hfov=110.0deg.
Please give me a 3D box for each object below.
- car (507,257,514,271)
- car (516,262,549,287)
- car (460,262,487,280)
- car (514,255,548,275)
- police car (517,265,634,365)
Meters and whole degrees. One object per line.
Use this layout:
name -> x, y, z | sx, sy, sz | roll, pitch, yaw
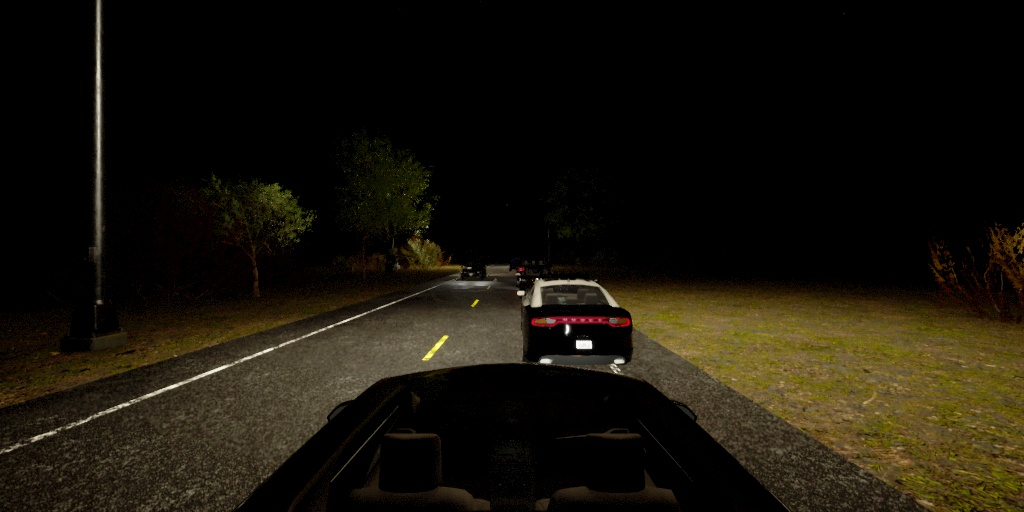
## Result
car -> 0.633, 1.237, 46.582 | 1.812, 1.442, 4.674 | 0, 0, 1
car -> 1.279, 1.251, 18.051 | 1.837, 1.490, 4.892 | 0, 0, 1
car -> -3.213, 1.239, 30.690 | 1.837, 1.490, 4.892 | 0, 0, 1
car -> 1.355, 0.965, 24.080 | 2.150, 2.045, 5.566 | 0, 0, 1
police car -> 1.153, 1.174, 8.162 | 1.930, 1.638, 5.238 | 0, 0, 1
